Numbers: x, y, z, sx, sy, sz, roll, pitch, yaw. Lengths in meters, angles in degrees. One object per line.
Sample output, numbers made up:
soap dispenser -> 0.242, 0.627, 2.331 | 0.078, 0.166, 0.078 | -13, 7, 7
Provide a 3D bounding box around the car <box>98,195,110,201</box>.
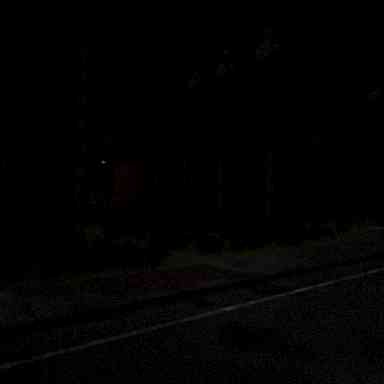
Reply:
car -> -19.155, 1.628, 72.482 | 1.905, 1.878, 3.866 | 1, 0, -35
